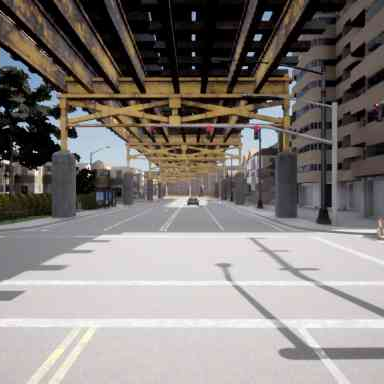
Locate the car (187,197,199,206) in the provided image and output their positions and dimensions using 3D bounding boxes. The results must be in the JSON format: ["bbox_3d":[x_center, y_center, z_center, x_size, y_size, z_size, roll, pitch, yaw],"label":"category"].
[{"bbox_3d":[0.188,1.564,56.209,1.994,1.385,4.181,0,0,0],"label":"car"}]
